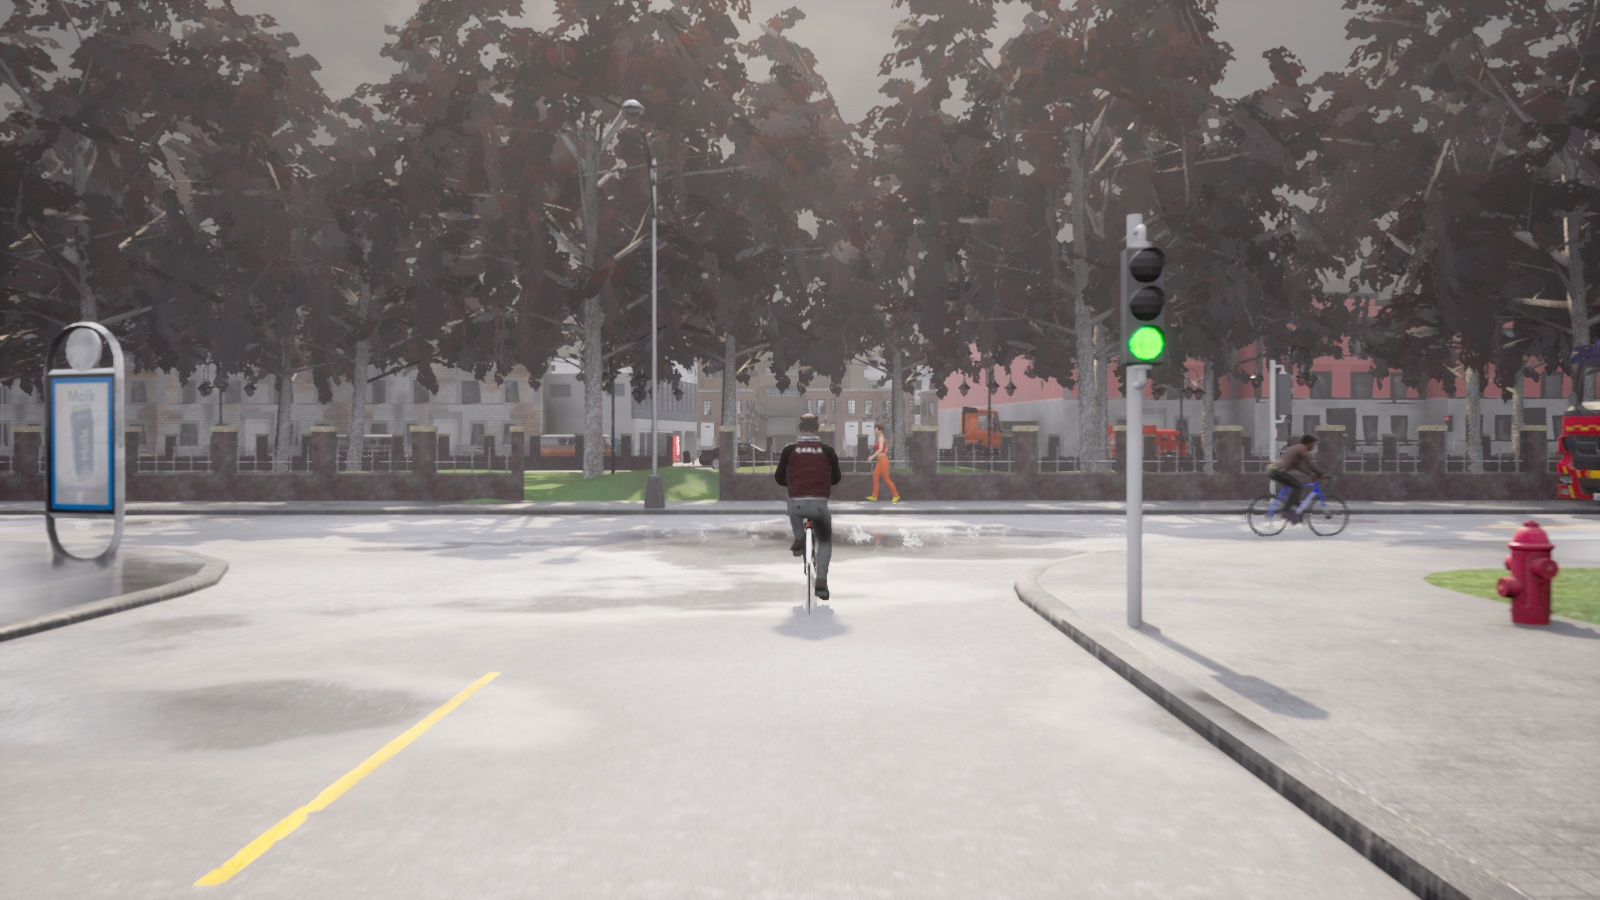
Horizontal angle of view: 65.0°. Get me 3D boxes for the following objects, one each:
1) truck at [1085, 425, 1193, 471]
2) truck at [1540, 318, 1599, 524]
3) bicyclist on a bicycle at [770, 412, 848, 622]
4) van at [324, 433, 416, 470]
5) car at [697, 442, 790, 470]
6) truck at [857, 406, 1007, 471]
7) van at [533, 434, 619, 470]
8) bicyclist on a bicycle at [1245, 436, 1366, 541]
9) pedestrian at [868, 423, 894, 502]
[{"bbox_3d":[18.596,-0.119,69.109,5.204,2.467,2.627,0,0,0],"label":"truck"},{"bbox_3d":[19.123,-0.539,23.910,8.468,3.827,2.891,0,0,-3],"label":"truck"},{"bbox_3d":[0.082,0.551,11.508,0.659,1.776,1.843,0,1,0],"label":"bicyclist on a bicycle"},{"bbox_3d":[-23.696,0.085,69.296,4.442,1.987,1.775,0,0,0],"label":"van"},{"bbox_3d":[-3.084,0.327,69.214,5.008,1.535,1.882,0,0,0],"label":"car"},{"bbox_3d":[7.187,-0.624,69.159,7.936,3.462,2.891,0,0,0],"label":"truck"},{"bbox_3d":[-12.316,0.095,69.255,4.442,1.987,1.775,0,0,0],"label":"van"},{"bbox_3d":[7.913,0.593,19.685,1.656,1.620,0.582,0,1,-4],"label":"bicyclist on a bicycle"},{"bbox_3d":[1.879,0.291,29.254,0.594,1.836,0.345,0,0,0],"label":"pedestrian"}]
